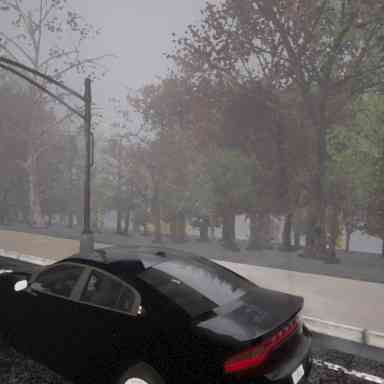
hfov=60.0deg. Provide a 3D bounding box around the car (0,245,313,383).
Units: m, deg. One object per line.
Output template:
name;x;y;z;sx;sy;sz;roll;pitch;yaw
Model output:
car;-1.034;1.477;4.477;5.008;1.535;1.882;0;0;36
